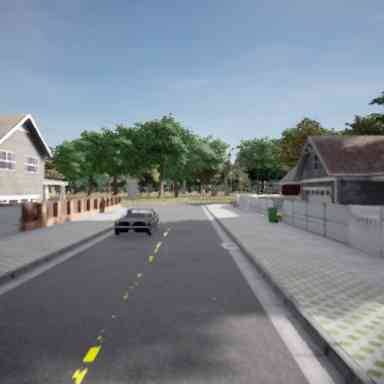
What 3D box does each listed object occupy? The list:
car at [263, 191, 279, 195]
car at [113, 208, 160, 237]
[{"bbox_3d":[14.843,0.837,58.021,5.566,2.045,2.150,0,0,-23],"label":"car"},{"bbox_3d":[-2.854,1.543,17.919,1.895,1.301,4.718,0,0,0],"label":"car"}]
